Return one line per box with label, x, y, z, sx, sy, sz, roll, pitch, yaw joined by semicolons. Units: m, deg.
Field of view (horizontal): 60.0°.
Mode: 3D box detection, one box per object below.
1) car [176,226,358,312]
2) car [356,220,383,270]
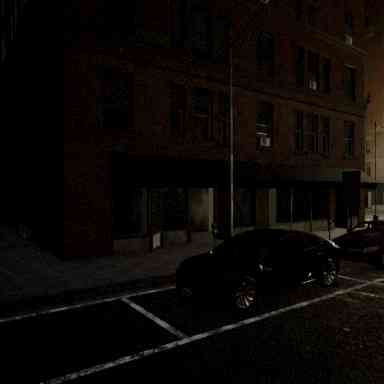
car;1.683;1.566;7.714;4.313;1.339;1.947;0;0;-35
car;6.173;1.582;10.894;4.206;1.307;1.802;0;0;-35
